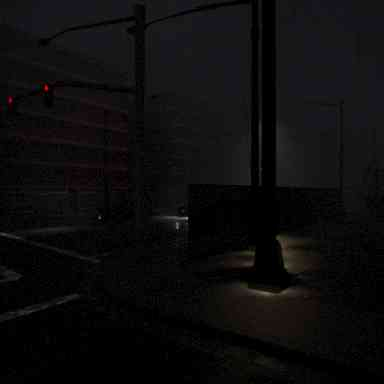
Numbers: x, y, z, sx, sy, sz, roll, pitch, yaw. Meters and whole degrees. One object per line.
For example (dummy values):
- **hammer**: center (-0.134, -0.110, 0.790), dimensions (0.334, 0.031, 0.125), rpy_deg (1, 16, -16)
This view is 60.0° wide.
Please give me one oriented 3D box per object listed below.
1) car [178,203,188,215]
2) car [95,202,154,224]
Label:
- **car**: center (0.537, 1.505, 32.511), dimensions (1.837, 1.490, 4.892), rpy_deg (0, 0, 35)
- **car**: center (-4.902, 1.491, 24.767), dimensions (2.128, 1.511, 4.902), rpy_deg (0, 0, 35)
